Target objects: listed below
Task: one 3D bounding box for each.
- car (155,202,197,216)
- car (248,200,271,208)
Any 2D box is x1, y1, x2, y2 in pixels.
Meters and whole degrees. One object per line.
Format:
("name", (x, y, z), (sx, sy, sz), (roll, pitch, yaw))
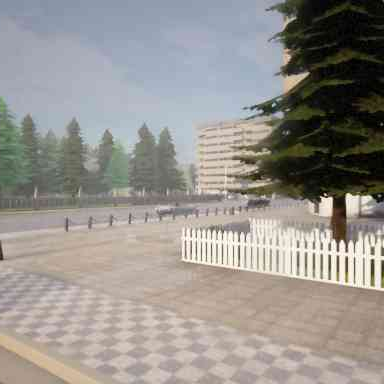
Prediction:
("car", (-1.447, 1.620, 33.003), (1.895, 1.301, 4.718), (0, 0, 36))
("car", (10.050, 1.497, 49.067), (1.882, 1.535, 5.008), (0, 0, 36))
